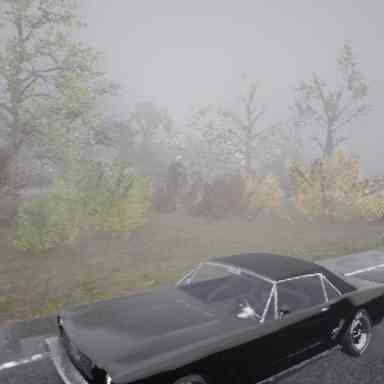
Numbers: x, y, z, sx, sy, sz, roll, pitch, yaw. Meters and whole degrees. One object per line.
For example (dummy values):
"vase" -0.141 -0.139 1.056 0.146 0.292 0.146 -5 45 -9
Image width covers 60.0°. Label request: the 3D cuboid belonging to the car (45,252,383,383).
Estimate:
"car" 0.670 1.600 4.468 4.718 1.301 1.895 0 0 -35
